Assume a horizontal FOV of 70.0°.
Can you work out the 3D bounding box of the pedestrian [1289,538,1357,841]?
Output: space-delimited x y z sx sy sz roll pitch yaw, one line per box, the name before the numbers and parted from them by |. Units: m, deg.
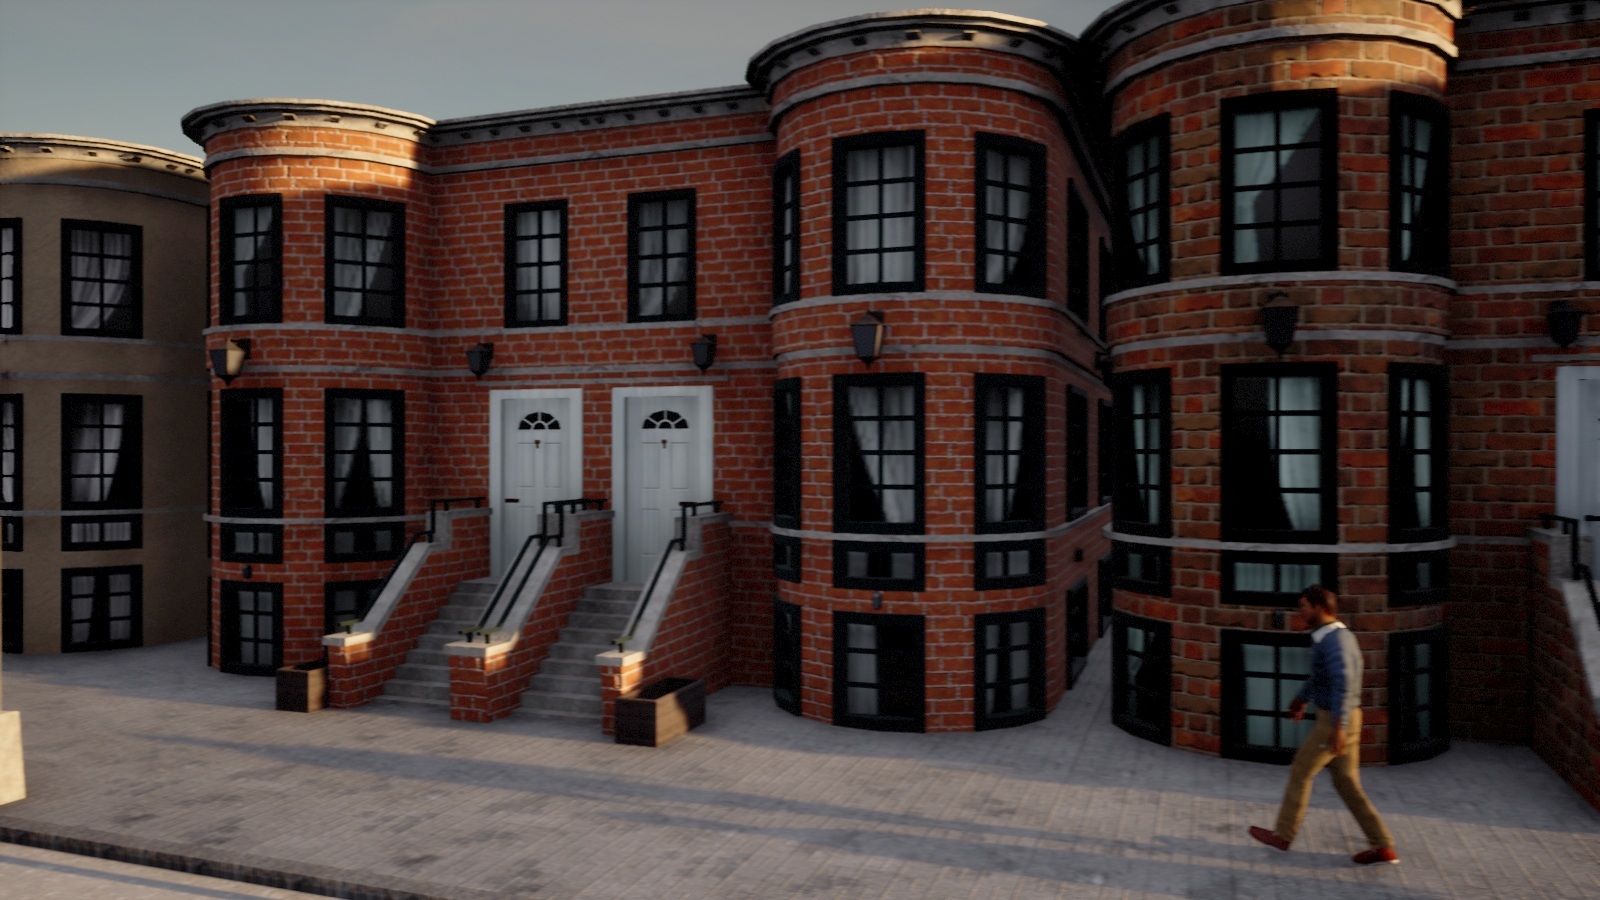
pedestrian | 3.405 1.522 7.429 0.375 1.860 0.375 0 0 29
